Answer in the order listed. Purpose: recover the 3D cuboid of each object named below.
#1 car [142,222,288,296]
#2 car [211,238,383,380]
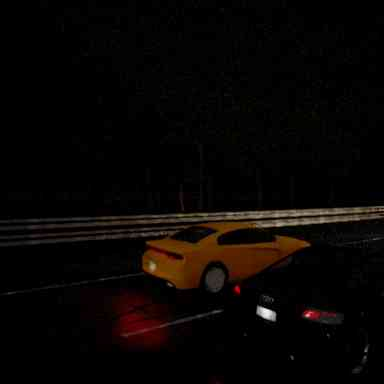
[{"bbox_3d":[1.133,1.539,8.862,5.008,1.535,1.882,1,0,-36],"label":"car"},{"bbox_3d":[2.625,1.618,5.626,4.181,1.385,1.994,1,0,-36],"label":"car"}]
